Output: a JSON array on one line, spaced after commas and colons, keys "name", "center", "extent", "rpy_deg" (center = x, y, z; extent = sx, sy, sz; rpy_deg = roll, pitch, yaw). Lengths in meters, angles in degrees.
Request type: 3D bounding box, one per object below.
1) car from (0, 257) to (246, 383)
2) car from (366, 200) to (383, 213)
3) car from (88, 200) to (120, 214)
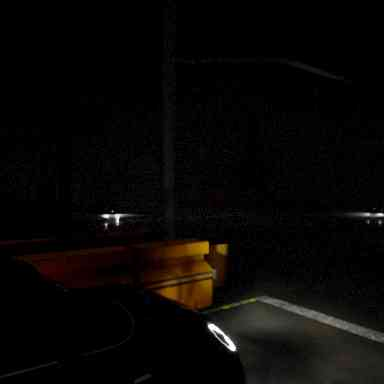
[{"name": "car", "center": [-1.695, 1.352, 2.613], "extent": [4.553, 1.767, 2.097], "rpy_deg": [0, 0, -36]}, {"name": "car", "center": [20.668, 1.552, 35.897], "extent": [4.181, 1.385, 1.994], "rpy_deg": [0, 0, -35]}, {"name": "car", "center": [-9.516, 1.543, 35.523], "extent": [2.033, 1.411, 5.357], "rpy_deg": [0, 0, -36]}]
